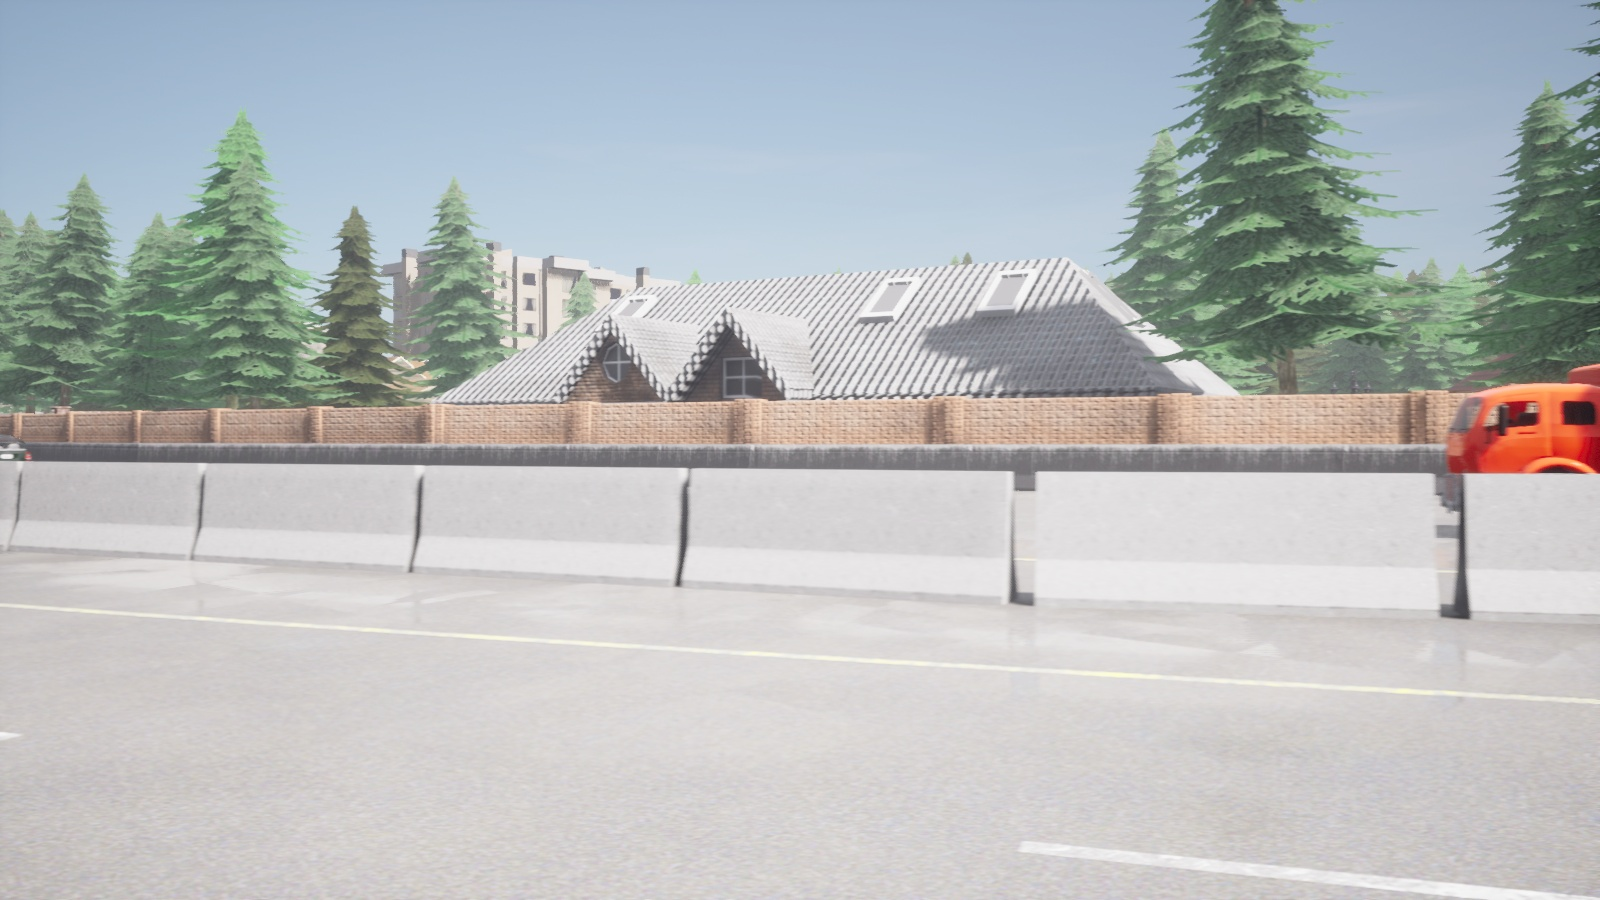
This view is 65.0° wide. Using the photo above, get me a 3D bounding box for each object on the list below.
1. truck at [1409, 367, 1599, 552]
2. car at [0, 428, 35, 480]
[{"bbox_3d":[11.730,0.102,17.786,5.204,2.467,2.627,0,1,16],"label":"truck"},{"bbox_3d":[-25.329,0.096,38.469,3.705,1.549,1.789,1,1,32],"label":"car"}]
